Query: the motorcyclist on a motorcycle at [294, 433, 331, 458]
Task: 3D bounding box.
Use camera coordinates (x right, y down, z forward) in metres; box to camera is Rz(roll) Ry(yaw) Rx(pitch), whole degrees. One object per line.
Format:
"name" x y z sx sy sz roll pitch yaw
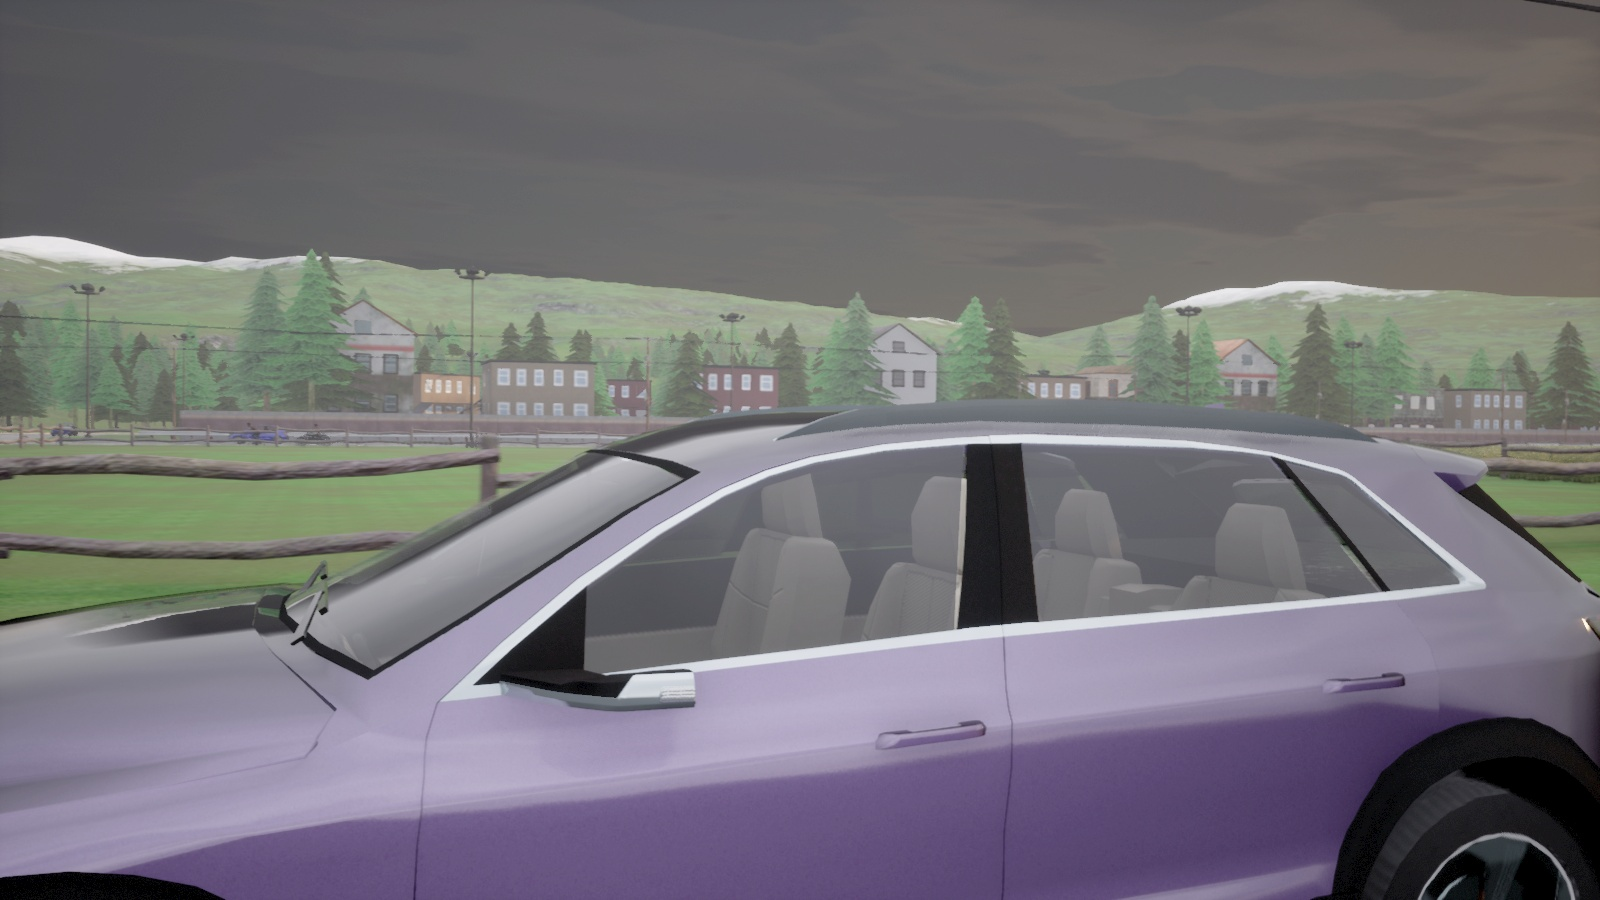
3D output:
"motorcyclist on a motorcycle" -33.603 -0.297 86.589 2.350 1.649 0.766 -1 1 -21

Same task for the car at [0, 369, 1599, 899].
"car" -0.038 0.677 3.224 4.856 1.649 2.033 -1 1 -21
